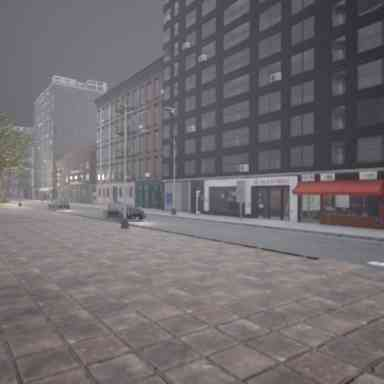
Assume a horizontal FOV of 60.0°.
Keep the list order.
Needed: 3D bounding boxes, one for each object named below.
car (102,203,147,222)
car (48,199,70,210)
[{"bbox_3d":[-5.683,1.582,27.229,2.033,1.411,5.357,1,0,-36],"label":"car"},{"bbox_3d":[-17.649,1.635,44.040,1.994,1.385,4.181,1,0,-36],"label":"car"}]
